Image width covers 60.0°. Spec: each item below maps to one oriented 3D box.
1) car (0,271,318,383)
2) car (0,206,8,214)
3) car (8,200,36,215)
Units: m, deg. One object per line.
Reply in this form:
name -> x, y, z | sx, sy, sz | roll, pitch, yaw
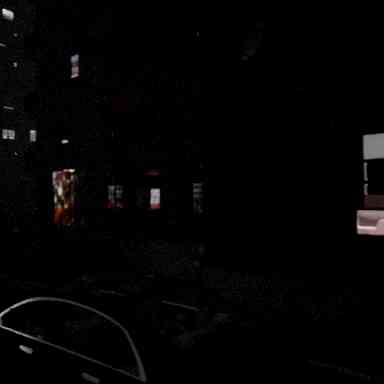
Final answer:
car -> -0.989, 1.576, 3.578 | 4.403, 1.369, 2.008 | -1, 0, 35
car -> -19.567, 1.662, 30.011 | 2.008, 1.369, 4.403 | 0, 1, 35
car -> -16.479, 1.562, 34.437 | 1.752, 1.417, 4.829 | 0, 1, 35
